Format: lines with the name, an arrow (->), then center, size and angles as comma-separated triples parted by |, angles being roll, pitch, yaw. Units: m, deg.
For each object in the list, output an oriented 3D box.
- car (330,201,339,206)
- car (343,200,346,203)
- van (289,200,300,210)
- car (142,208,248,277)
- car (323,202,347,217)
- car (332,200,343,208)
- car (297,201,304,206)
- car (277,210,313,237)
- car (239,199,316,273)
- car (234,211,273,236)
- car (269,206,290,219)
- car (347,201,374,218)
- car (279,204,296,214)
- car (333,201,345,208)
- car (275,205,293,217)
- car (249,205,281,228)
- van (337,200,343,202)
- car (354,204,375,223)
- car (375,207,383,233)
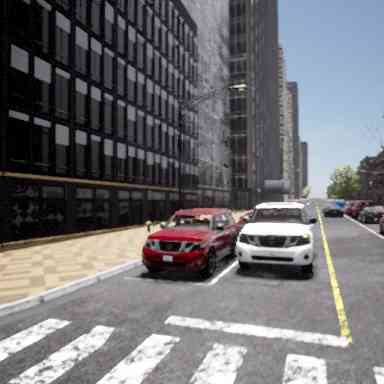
car -> 37.028, 2.955, 86.380 | 1.887, 1.381, 4.507 | 0, -1, 20
car -> 19.662, 1.940, 39.591 | 2.192, 1.841, 5.009 | 0, -1, 20
van -> 19.524, 2.465, 63.300 | 1.690, 1.788, 3.998 | 0, -1, 20
car -> 0.225, 1.513, 11.308 | 2.192, 1.841, 5.009 | 0, -1, 20
car -> 16.601, 2.206, 38.934 | 1.994, 1.385, 4.181 | -1, -1, 21
car -> 33.169, 2.681, 75.983 | 1.967, 1.590, 4.097 | 0, -1, 20
car -> 29.171, 3.134, 89.291 | 1.802, 1.307, 4.206 | 0, -1, 20
car -> 6.664, 1.919, 21.230 | 1.994, 1.385, 4.181 | -1, -1, 20
car -> 3.159, 1.402, 11.809 | 2.150, 2.045, 5.566 | -1, -1, 20
car -> 4.085, 1.973, 21.702 | 1.802, 1.307, 4.206 | 0, -1, 20
car -> 9.873, 2.256, 37.298 | 1.802, 1.307, 4.206 | 0, -1, 20
car -> 17.731, 1.848, 34.389 | 2.192, 1.841, 5.009 | 0, -1, 20
car -> 13.734, 2.402, 47.699 | 1.887, 1.381, 4.507 | 0, -1, 20
car -> 31.239, 2.721, 70.782 | 1.947, 1.339, 4.313 | 0, -1, 20
car -> 11.804, 2.349, 42.499 | 1.802, 1.307, 4.206 | 0, -1, 20
car -> 6.015, 1.927, 26.903 | 1.967, 1.590, 4.097 | 0, -1, 20
van -> 29.310, 2.410, 65.586 | 1.690, 1.788, 3.998 | 0, -1, 20
car -> 15.801, 1.990, 29.187 | 2.008, 1.369, 4.403 | 0, -1, 20
car -> 11.941, 1.689, 18.792 | 1.967, 1.590, 4.097 | 0, -1, 20
